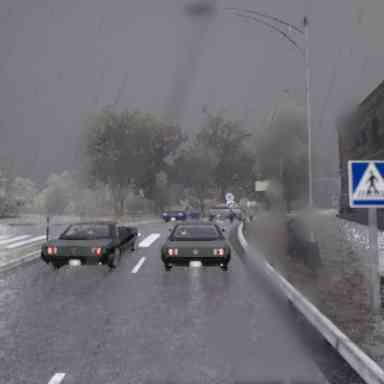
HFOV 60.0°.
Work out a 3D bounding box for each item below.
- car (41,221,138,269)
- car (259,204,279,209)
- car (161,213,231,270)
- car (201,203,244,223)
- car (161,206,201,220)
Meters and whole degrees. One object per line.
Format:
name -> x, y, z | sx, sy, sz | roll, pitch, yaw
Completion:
car -> -3.082, 1.611, 11.166 | 1.895, 1.301, 4.718 | 0, 0, 2
car -> 18.889, 3.810, 81.473 | 4.892, 1.490, 1.837 | -4, -6, 41
car -> 0.163, 1.609, 10.994 | 1.895, 1.301, 4.718 | 0, 0, 1
car -> 2.760, 1.567, 25.707 | 2.128, 1.511, 4.902 | -2, -3, 22
car -> -0.647, 1.743, 26.254 | 1.895, 1.301, 4.718 | -2, -3, 19
